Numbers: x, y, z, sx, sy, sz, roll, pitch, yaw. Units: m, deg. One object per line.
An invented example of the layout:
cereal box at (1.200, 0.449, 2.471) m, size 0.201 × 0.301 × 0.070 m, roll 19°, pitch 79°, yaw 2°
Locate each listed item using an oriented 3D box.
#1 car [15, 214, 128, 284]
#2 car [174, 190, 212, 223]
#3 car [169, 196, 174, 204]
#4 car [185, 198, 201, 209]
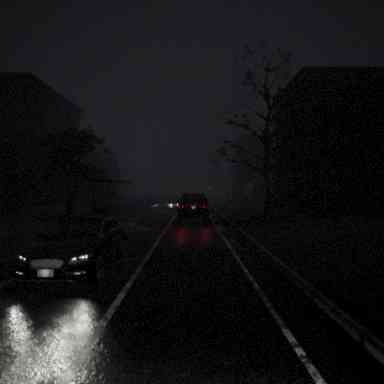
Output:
car at (-3.102, 1.436, 9.476) m, size 2.128 × 1.511 × 4.902 m, roll 0°, pitch 0°, yaw 0°
car at (0.098, 1.083, 24.427) m, size 2.150 × 2.045 × 5.566 m, roll 0°, pitch 1°, yaw 0°
car at (-3.024, 1.468, 59.645) m, size 1.994 × 1.385 × 4.181 m, roll 0°, pitch 0°, yaw 0°
car at (0.096, 1.387, 42.186) m, size 1.895 × 1.301 × 4.718 m, roll 0°, pitch 0°, yaw 0°
